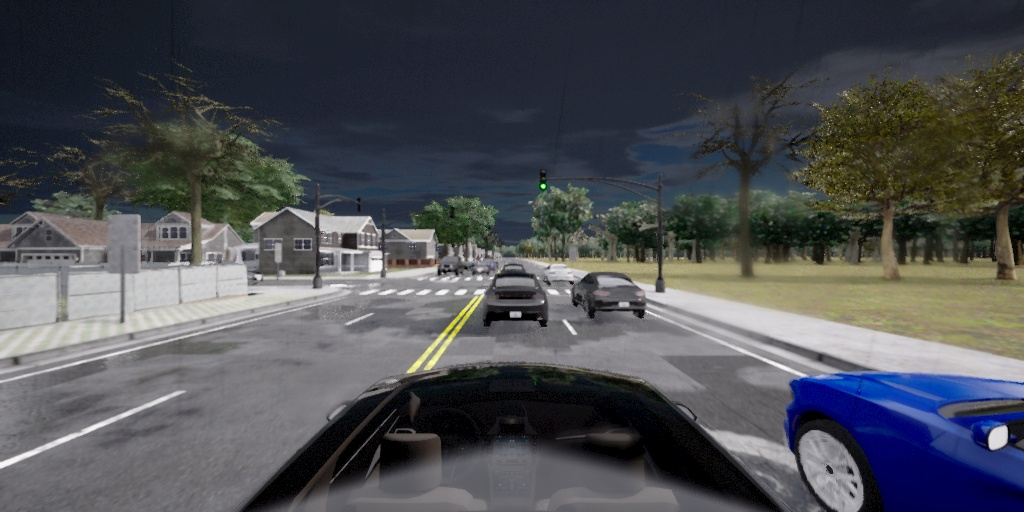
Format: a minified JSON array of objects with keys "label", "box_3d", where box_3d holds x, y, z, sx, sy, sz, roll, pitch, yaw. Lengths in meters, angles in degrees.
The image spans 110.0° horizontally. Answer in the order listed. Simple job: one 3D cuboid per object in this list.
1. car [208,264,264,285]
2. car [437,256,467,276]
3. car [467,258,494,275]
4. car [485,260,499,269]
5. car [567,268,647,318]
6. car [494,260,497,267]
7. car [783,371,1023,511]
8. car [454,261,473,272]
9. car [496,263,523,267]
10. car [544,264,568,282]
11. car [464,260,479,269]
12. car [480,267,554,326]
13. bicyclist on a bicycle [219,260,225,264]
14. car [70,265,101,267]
[{"label":"car","box_3d":[-19.738,1.307,24.546,4.902,1.511,2.128,0,0,0]},{"label":"car","box_3d":[-6.591,1.018,38.888,2.150,2.045,5.566,0,0,0]},{"label":"car","box_3d":[-3.348,1.287,39.221,2.128,1.511,4.902,0,0,-1]},{"label":"car","box_3d":[-3.278,1.372,59.435,1.994,1.385,4.181,0,0,1]},{"label":"car","box_3d":[3.348,1.292,12.980,1.812,1.442,4.674,0,0,0]},{"label":"car","box_3d":[-3.326,1.154,49.183,2.097,1.767,4.553,0,0,0]},{"label":"car","box_3d":[3.350,1.227,1.140,1.882,1.535,5.008,0,0,0]},{"label":"car","box_3d":[-6.578,1.403,48.734,1.895,1.301,4.718,0,0,0]},{"label":"car","box_3d":[0.100,1.290,25.105,1.837,1.490,4.892,0,1,0]},{"label":"car","box_3d":[3.354,1.310,26.555,1.812,1.442,4.674,0,0,0]},{"label":"car","box_3d":[-6.539,1.409,58.958,1.895,1.301,4.718,0,0,1]},{"label":"car","box_3d":[0.097,1.270,11.716,1.837,1.490,4.892,0,0,0]},{"label":"bicyclist on a bicycle","box_3d":[-24.630,1.132,30.421,0.582,1.620,1.656,0,0,0]},{"label":"car","box_3d":[-28.885,1.357,24.577,4.674,1.442,1.812,0,0,0]}]
